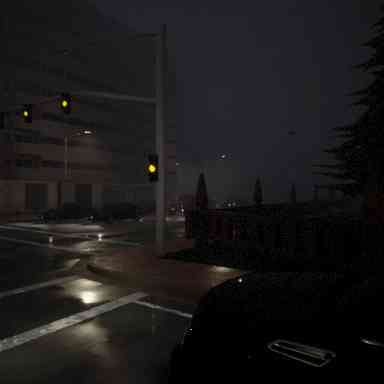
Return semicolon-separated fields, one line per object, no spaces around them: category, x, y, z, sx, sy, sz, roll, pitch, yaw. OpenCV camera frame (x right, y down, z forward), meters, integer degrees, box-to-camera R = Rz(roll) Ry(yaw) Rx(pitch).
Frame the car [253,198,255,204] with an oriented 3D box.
car;9.379;1.620;53.361;1.994;1.385;4.181;0;0;36

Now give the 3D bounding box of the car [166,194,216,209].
car;-0.198;1.277;33.590;2.150;2.045;5.566;0;0;35

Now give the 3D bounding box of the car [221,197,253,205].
car;5.461;1.407;41.709;2.097;1.767;4.553;0;0;35

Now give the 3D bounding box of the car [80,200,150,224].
car;-5.754;1.560;25.595;1.837;1.490;4.892;0;0;35

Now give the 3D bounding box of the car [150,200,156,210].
car;-4.399;1.581;33.657;1.812;1.442;4.674;0;0;35

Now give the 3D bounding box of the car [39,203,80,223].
car;-9.605;1.581;26.186;1.812;1.442;4.674;0;0;35

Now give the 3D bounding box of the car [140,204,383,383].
car;2.426;1.221;2.130;5.566;2.045;2.150;0;0;37
